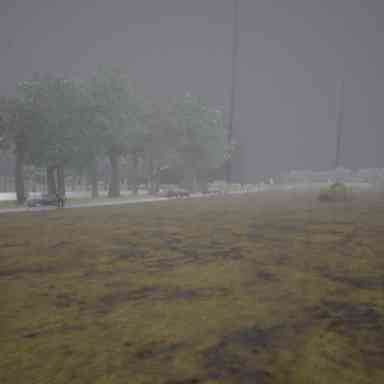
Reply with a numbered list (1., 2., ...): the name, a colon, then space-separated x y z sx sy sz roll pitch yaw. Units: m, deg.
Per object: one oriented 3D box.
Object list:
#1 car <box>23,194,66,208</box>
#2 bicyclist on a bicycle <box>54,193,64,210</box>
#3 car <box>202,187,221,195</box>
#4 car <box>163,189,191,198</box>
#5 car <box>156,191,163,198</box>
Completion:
1. car: -17.125 1.047 38.853 1.837 1.490 4.892 -1 1 35
2. bicyclist on a bicycle: -13.490 0.968 33.632 1.656 1.620 0.582 -1 1 35
3. car: 3.716 -0.189 63.354 1.837 1.490 4.892 -1 2 35
4. car: -2.062 0.176 55.116 1.882 1.535 5.008 -1 1 36
5. car: -4.237 0.266 56.959 1.812 1.442 4.674 -1 1 36
